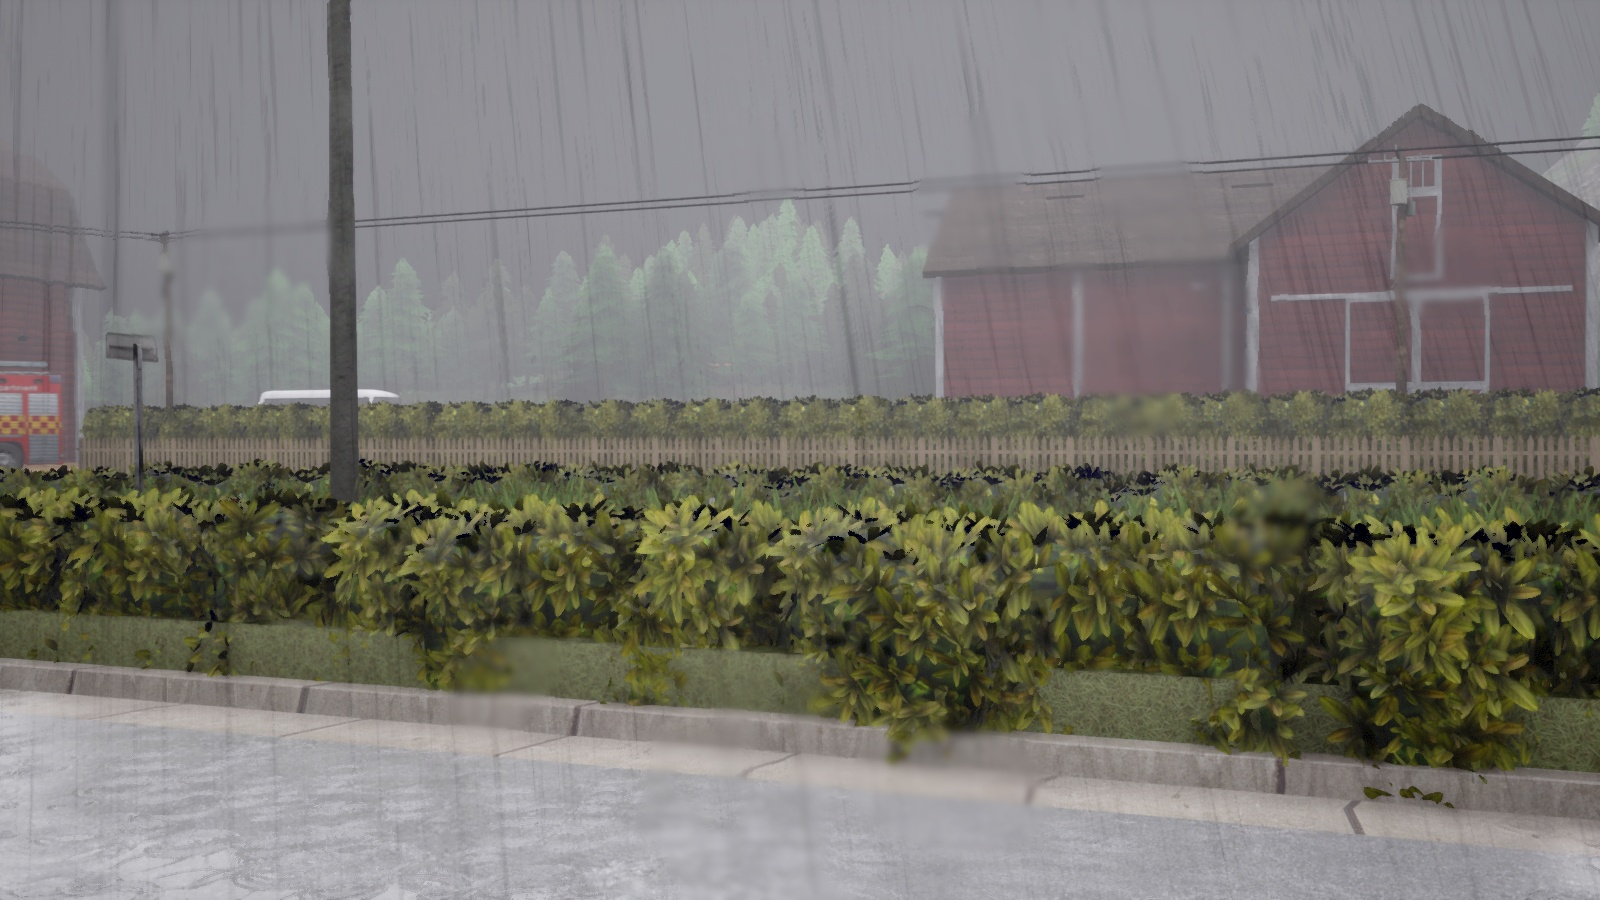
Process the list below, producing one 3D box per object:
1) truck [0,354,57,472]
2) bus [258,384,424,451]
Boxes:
[{"bbox_3d":[-28.918,-1.196,40.291,8.468,3.827,2.891,-1,1,-36],"label":"truck"},{"bbox_3d":[-30.691,-2.151,84.039,10.273,4.253,3.944,1,1,19],"label":"bus"}]
